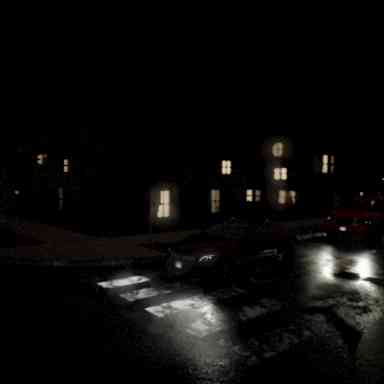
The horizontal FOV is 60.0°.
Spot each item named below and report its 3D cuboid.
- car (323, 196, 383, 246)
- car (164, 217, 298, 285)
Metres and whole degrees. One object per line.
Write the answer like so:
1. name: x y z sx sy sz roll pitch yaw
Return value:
1. car: 8.566 1.229 16.050 5.566 2.045 2.150 0 2 -41
2. car: 1.357 1.487 9.613 4.674 1.442 1.812 0 2 -44
